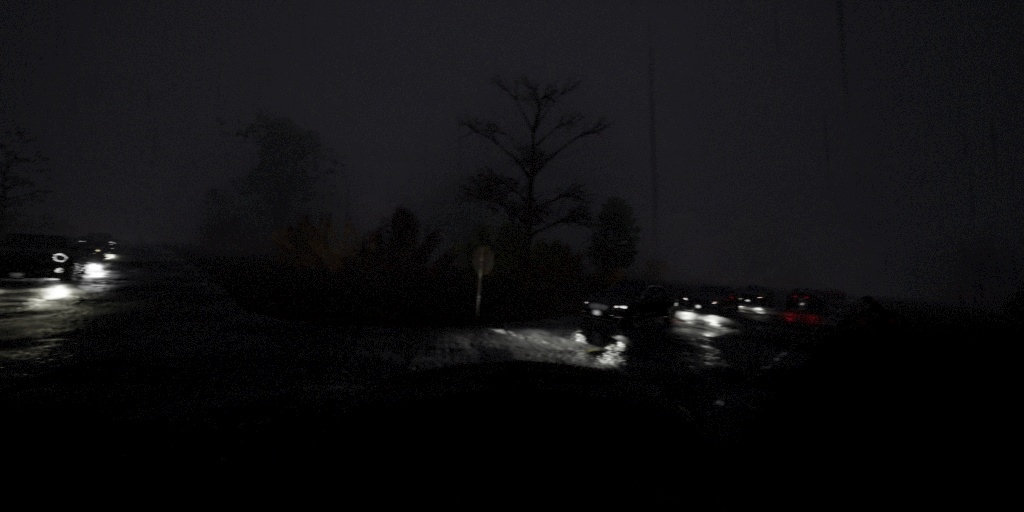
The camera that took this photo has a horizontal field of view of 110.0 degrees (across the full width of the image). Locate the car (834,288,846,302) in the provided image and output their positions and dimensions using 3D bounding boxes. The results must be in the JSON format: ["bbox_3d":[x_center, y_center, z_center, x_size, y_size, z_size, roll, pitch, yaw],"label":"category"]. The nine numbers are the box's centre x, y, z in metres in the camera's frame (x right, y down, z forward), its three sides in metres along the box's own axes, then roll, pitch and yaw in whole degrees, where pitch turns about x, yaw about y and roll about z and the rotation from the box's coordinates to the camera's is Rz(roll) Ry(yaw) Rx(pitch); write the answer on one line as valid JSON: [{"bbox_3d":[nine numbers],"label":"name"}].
[{"bbox_3d":[37.626,4.449,41.999,1.882,1.535,5.008,3,-1,44],"label":"car"}]

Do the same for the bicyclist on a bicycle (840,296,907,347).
[{"bbox_3d":[12.643,2.256,12.559,1.656,1.620,0.582,4,-1,45],"label":"bicyclist on a bicycle"}]

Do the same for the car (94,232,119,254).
[{"bbox_3d":[-34.531,-1.166,30.022,4.553,1.767,2.097,4,-1,44],"label":"car"}]

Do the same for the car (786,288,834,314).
[{"bbox_3d":[20.262,2.993,24.587,2.128,1.511,4.902,3,-1,45],"label":"car"}]

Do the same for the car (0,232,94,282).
[{"bbox_3d":[-17.522,-0.075,13.224,2.097,1.767,4.553,5,-1,-44],"label":"car"}]

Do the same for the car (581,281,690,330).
[{"bbox_3d":[4.468,1.706,13.279,2.128,1.511,4.902,3,-1,45],"label":"car"}]

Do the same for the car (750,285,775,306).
[{"bbox_3d":[18.957,2.994,27.794,2.033,1.411,5.357,3,-1,45],"label":"car"}]

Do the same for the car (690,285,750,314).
[{"bbox_3d":[11.449,2.356,20.279,2.033,1.411,5.357,3,-1,45],"label":"car"}]

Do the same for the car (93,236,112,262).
[{"bbox_3d":[-26.360,-0.391,22.038,4.718,1.301,1.895,4,-1,44],"label":"car"}]
